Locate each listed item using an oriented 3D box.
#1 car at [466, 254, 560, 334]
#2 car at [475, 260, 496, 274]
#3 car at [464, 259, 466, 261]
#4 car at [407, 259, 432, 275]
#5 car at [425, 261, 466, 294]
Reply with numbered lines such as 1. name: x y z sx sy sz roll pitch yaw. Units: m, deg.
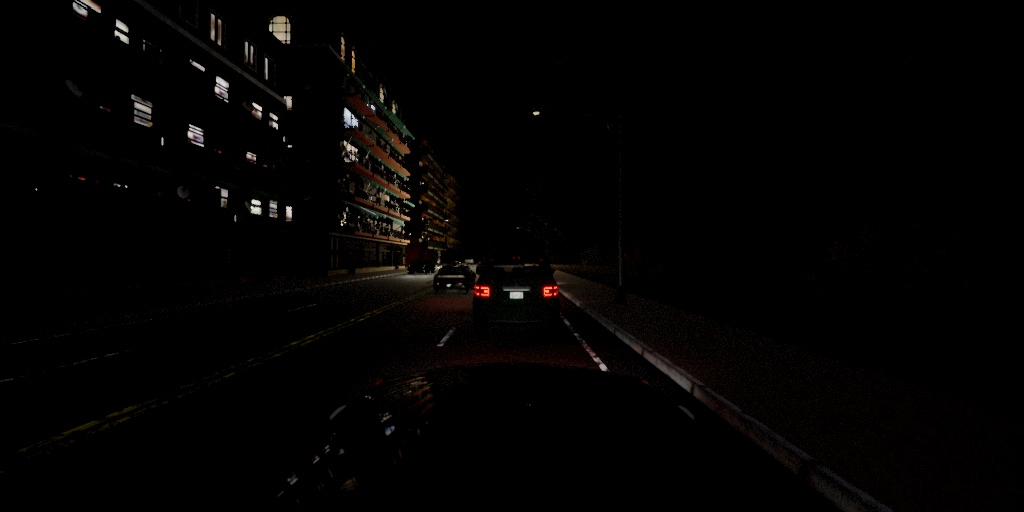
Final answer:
1. car: 0.119 0.973 10.714 2.150 2.045 5.566 0 0 0
2. car: -3.038 1.241 41.945 2.128 1.511 4.902 0 0 0
3. car: -6.493 1.298 39.825 2.033 1.411 5.357 0 0 0
4. car: -9.749 1.103 38.559 2.097 1.767 4.553 0 0 0
5. car: -3.100 1.242 20.134 2.128 1.511 4.902 0 0 0
